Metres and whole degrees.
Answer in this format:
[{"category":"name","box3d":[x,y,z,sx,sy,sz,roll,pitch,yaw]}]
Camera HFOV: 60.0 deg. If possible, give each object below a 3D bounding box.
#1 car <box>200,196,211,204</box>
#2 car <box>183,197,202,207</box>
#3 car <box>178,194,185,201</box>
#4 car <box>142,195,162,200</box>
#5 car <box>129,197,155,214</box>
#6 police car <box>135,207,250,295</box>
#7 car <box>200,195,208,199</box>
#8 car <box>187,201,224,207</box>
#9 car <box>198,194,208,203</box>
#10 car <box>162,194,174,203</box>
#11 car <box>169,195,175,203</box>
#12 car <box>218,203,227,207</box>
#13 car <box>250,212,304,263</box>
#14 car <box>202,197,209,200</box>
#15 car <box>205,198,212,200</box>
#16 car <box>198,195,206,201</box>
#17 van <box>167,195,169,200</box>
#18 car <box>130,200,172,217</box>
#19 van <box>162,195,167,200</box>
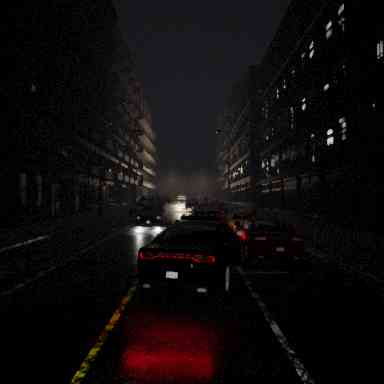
[{"category":"car","box3d":[2.640,1.582,67.292,1.967,1.590,4.097,1,0,0]},{"category":"car","box3d":[0.047,1.672,45.859,1.895,1.301,4.718,0,0,0]},{"category":"car","box3d":[-2.689,1.444,86.504,2.150,2.045,5.566,0,0,0]},{"category":"car","box3d":[-5.263,1.371,39.707,2.192,1.841,5.009,2,0,0]},{"category":"car","box3d":[-5.272,1.570,34.005,1.752,1.417,4.829,2,0,0]},{"category":"police car","box3d":[0.281,1.431,9.034,1.930,1.638,5.238,0,0,15]},{"category":"car","box3d":[2.623,1.647,56.230,1.887,1.381,4.507,1,0,0]},{"category":"car","box3d":[0.837,1.494,18.653,1.882,1.535,5.008,0,0,0]},{"category":"car","box3d":[2.609,1.501,78.354,2.192,1.841,5.009,1,0,0]},{"category":"car","box3d":[-5.241,1.478,72.888,2.192,1.841,5.009,1,0,0]},{"category":"car","box3d":[-5.245,1.457,67.358,2.192,1.841,5.009,1,0,0]},{"category":"car","box3d":[2.597,1.540,17.686,1.752,1.417,4.829,1,0,0]},{"category":"car","box3d":[2.592,1.553,11.984,1.887,1.381,4.507,1,0,0]},{"category":"car","box3d":[2.611,1.607,39.638,2.008,1.369,4.403,1,0,0]},{"category":"car","box3d":[2.607,1.589,34.106,1.887,1.381,4.507,1,0,0]},{"category":"car","box3d":[2.613,1.678,89.417,1.967,1.590,4.097,1,0,0]},{"category":"van","box3d":[-5.253,1.443,56.297,1.690,1.788,3.998,1,0,0]},{"category":"car","box3d":[-2.833,1.572,24.196,2.033,1.411,5.357,0,0,0]},{"category":"van","box3d":[-5.256,1.425,50.765,1.690,1.788,3.998,2,0,0]}]
